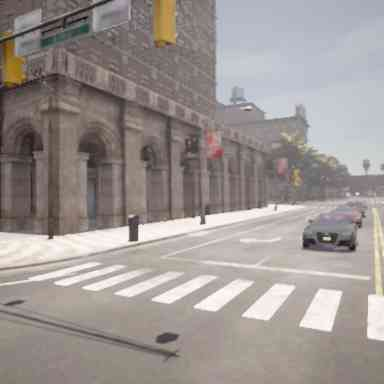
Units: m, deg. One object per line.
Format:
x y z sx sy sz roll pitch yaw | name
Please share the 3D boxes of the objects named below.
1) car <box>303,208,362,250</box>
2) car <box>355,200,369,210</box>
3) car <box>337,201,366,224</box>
6.216 1.640 14.729 1.994 1.385 4.181 -1 -1 29 | car
15.759 1.643 32.163 1.837 1.490 4.892 -1 0 29 | car
10.938 1.634 23.348 1.812 1.442 4.674 -1 -1 29 | car
